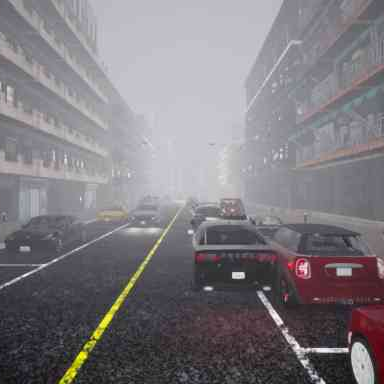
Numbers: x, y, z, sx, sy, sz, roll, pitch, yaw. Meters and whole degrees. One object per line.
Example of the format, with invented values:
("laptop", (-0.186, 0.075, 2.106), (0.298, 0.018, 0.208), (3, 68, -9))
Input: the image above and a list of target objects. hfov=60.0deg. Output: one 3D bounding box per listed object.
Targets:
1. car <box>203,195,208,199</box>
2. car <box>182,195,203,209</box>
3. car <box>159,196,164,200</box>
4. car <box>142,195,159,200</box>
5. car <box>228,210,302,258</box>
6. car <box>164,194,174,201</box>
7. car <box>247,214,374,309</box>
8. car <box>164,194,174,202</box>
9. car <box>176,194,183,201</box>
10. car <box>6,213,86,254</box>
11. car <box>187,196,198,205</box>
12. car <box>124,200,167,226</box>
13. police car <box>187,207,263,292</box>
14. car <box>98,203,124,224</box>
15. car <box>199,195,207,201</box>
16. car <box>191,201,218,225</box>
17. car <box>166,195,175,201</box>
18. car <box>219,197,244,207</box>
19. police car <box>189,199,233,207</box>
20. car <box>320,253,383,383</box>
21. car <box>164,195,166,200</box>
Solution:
("car", (2.790, 1.503, 75.644), (1.752, 1.417, 4.829), (0, 0, 0))
("car", (0.069, 1.483, 45.583), (2.128, 1.511, 4.902), (0, 0, 0))
("car", (-5.627, 1.305, 47.307), (2.192, 1.841, 5.009), (0, 0, 0))
("car", (-5.635, 1.432, 41.671), (1.967, 1.590, 4.097), (0, 0, 0))
("car", (2.708, 1.550, 13.473), (2.008, 1.369, 4.403), (0, 0, 0))
("car", (-5.583, 1.415, 81.125), (1.967, 1.590, 4.097), (0, 0, 0))
("car", (2.701, 1.440, 7.838), (1.967, 1.590, 4.097), (0, 0, 0))
("car", (-5.589, 1.293, 75.489), (2.192, 1.841, 5.009), (0, 0, 0))
("car", (-2.892, 1.326, 82.944), (2.097, 1.767, 4.553), (0, 0, 0))
("car", (-5.673, 1.565, 13.487), (1.947, 1.339, 4.313), (0, 0, 0))
("car", (0.078, 1.463, 59.521), (1.882, 1.535, 5.008), (0, 0, 0))
("car", (-3.069, 1.545, 23.553), (2.033, 1.411, 5.357), (0, 0, 0))
("police car", (0.910, 1.425, 9.082), (1.930, 1.638, 5.238), (0, 0, 0))
("car", (-5.658, 1.523, 24.591), (1.752, 1.417, 4.829), (0, 0, 0))
("car", (2.805, 1.517, 86.746), (1.887, 1.381, 4.507), (0, 0, 0))
("car", (0.858, 1.503, 24.972), (1.837, 1.490, 4.892), (0, 0, 0))
("car", (-5.575, 1.517, 86.762), (1.887, 1.381, 4.507), (0, 0, 0))
("car", (2.724, 1.312, 24.746), (2.192, 1.841, 5.009), (0, 0, 0))
("police car", (0.924, 1.424, 19.082), (1.930, 1.638, 5.238), (0, 0, 0))
("car", (2.693, 1.545, 2.201), (1.887, 1.381, 4.507), (0, 0, 0))
("car", (-5.621, 1.570, 52.944), (1.802, 1.307, 4.206), (0, 0, 0))
